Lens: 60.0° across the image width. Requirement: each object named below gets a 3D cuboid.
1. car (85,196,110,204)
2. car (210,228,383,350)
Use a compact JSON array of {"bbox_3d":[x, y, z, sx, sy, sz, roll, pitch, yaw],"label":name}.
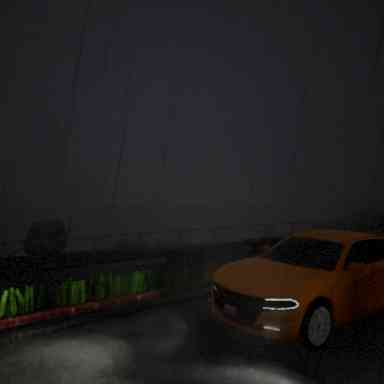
[{"bbox_3d":[-18.808,1.619,66.695,4.892,1.490,1.837,0,0,-36],"label":"car"},{"bbox_3d":[2.625,1.506,6.439,5.008,1.535,1.882,0,0,-35],"label":"car"}]
